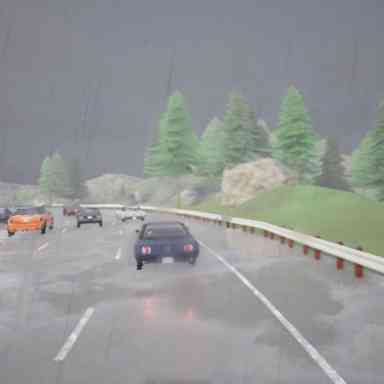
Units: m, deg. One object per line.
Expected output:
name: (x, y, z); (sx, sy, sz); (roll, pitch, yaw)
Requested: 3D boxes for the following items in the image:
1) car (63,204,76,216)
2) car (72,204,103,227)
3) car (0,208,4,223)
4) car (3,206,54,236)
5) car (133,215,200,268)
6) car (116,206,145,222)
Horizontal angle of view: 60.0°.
car: (-14.327, 2.126, 40.115); (1.994, 1.385, 4.181); (-2, 0, -28)
car: (-7.954, 1.870, 25.766); (2.033, 1.411, 5.357); (-2, 0, -18)
car: (-16.556, 2.122, 28.840); (1.812, 1.442, 4.674); (-2, 0, -22)
car: (-10.465, 1.740, 21.898); (2.097, 1.767, 4.553); (-2, 0, -16)
car: (-1.020, 1.667, 11.632); (1.895, 1.301, 4.718); (-2, 0, -8)
car: (-5.472, 1.857, 29.229); (1.895, 1.301, 4.718); (-2, 0, -20)
